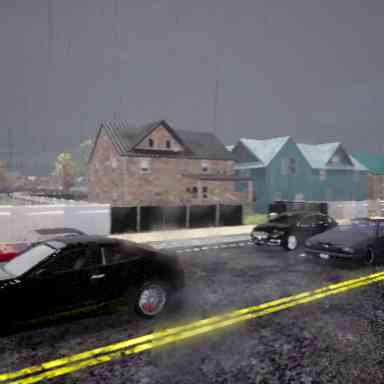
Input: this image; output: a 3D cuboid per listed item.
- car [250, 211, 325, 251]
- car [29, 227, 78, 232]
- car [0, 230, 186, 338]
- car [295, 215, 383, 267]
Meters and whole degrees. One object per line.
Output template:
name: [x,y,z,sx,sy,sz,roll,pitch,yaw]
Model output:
car: [4.739,1.656,14.977,4.892,1.490,1.837,1,-1,-35]
car: [-4.024,1.653,8.780,4.718,1.301,1.895,1,-1,-35]
car: [-2.277,1.564,6.022,4.674,1.442,1.812,1,-1,-36]
car: [6.412,1.684,12.173,5.357,1.411,2.033,1,-1,-35]
